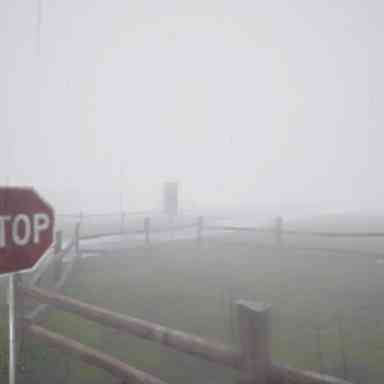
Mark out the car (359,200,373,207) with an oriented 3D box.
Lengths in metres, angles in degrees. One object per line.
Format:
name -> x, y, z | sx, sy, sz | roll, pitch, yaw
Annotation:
car -> 43.570, 2.946, 84.198 | 2.128, 1.511, 4.902 | -2, -2, 35
